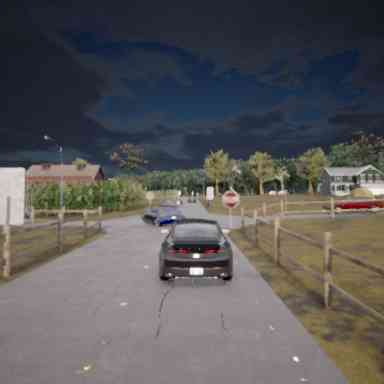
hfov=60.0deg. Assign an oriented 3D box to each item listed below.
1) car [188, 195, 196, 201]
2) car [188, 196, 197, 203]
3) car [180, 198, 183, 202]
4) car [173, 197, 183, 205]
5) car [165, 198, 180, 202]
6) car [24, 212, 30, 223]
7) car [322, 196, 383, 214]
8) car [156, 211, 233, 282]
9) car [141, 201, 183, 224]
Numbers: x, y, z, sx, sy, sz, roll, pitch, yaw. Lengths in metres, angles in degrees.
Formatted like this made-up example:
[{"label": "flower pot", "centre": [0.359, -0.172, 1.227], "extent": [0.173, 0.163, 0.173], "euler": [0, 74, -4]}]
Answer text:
[{"label": "car", "centre": [0.024, 1.587, 83.951], "extent": [2.033, 1.411, 5.357], "euler": [0, 0, 0]}, {"label": "car", "centre": [0.019, 1.736, 73.938], "extent": [1.994, 1.385, 4.181], "euler": [0, 0, 0]}, {"label": "car", "centre": [-2.813, 1.745, 53.472], "extent": [1.895, 1.301, 4.718], "euler": [0, 0, 0]}, {"label": "car", "centre": [-2.736, 1.774, 66.300], "extent": [1.895, 1.301, 4.718], "euler": [0, 0, 0]}, {"label": "car", "centre": [-2.839, 1.685, 42.290], "extent": [1.994, 1.385, 4.181], "euler": [0, 0, -2]}, {"label": "car", "centre": [-15.346, 1.757, 26.233], "extent": [4.553, 1.767, 2.097], "euler": [-1, -2, -2]}, {"label": "car", "centre": [13.960, 1.118, 29.135], "extent": [5.008, 1.535, 1.882], "euler": [-2, -2, 0]}, {"label": "car", "centre": [0.100, 1.544, 9.903], "extent": [1.837, 1.490, 4.892], "euler": [0, 0, 0]}, {"label": "car", "centre": [-2.138, 1.624, 23.598], "extent": [1.994, 1.385, 4.181], "euler": [-1, 1, -28]}]
